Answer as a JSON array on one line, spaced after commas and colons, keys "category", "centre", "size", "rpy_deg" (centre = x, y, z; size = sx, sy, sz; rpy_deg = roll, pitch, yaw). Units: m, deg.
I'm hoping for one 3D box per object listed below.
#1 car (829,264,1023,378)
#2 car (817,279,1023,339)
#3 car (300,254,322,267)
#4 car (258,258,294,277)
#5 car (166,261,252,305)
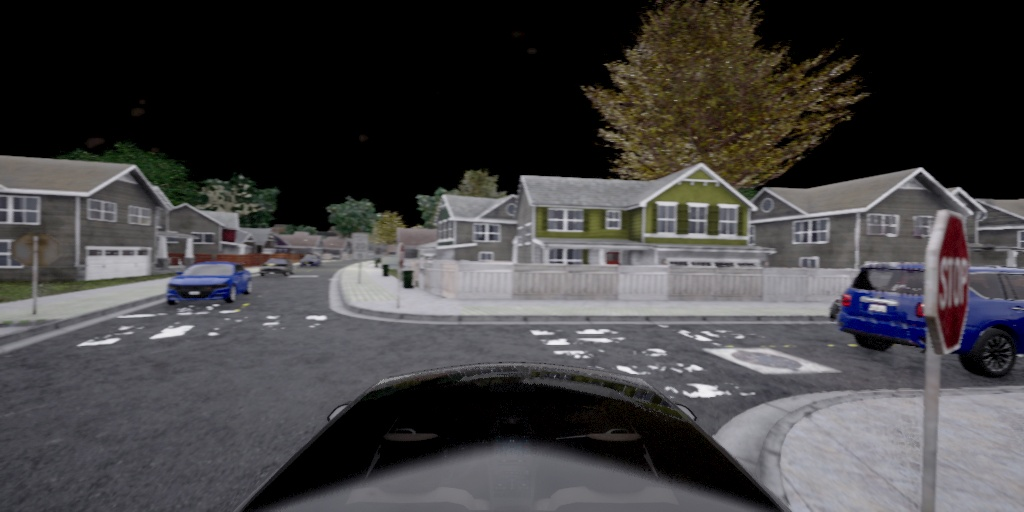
[{"category": "car", "centre": [10.177, 1.226, 7.723], "size": [5.566, 2.045, 2.150], "rpy_deg": [1, 0, -8]}, {"category": "car", "centre": [12.323, 1.548, 10.883], "size": [4.892, 1.490, 1.837], "rpy_deg": [1, 0, -8]}, {"category": "car", "centre": [-26.788, 0.554, 47.893], "size": [2.097, 1.767, 4.553], "rpy_deg": [1, 0, -21]}, {"category": "car", "centre": [-19.339, 0.893, 29.687], "size": [2.033, 1.411, 5.357], "rpy_deg": [1, 0, -24]}, {"category": "car", "centre": [-12.097, 0.979, 14.618], "size": [1.882, 1.535, 5.008], "rpy_deg": [1, 0, -27]}]
